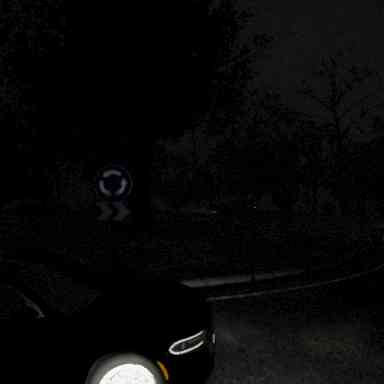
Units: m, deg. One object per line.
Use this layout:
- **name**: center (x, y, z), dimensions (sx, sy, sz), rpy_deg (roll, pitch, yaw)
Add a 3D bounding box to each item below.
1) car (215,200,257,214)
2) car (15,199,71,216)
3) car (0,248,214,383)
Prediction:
- **car**: center (4.463, 1.489, 33.798), dimensions (4.181, 1.385, 1.994), rpy_deg (0, 0, 33)
- **car**: center (-14.216, 1.429, 31.885), dimensions (4.902, 1.511, 2.128), rpy_deg (0, 0, -39)
- **car**: center (-2.243, 1.469, 4.022), dimensions (5.008, 1.535, 1.882), rpy_deg (0, 1, 0)
